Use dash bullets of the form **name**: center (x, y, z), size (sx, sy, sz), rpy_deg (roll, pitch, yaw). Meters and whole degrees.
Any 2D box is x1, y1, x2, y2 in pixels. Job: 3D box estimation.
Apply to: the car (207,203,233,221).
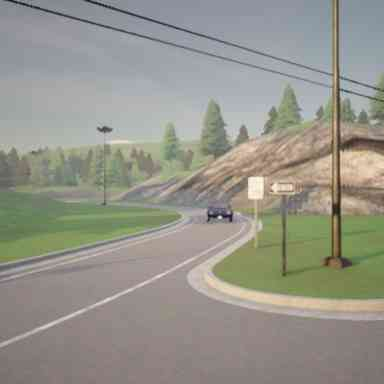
- **car**: center (2.113, 1.497, 25.891), size (1.895, 1.301, 4.718), rpy_deg (0, 0, 3)
